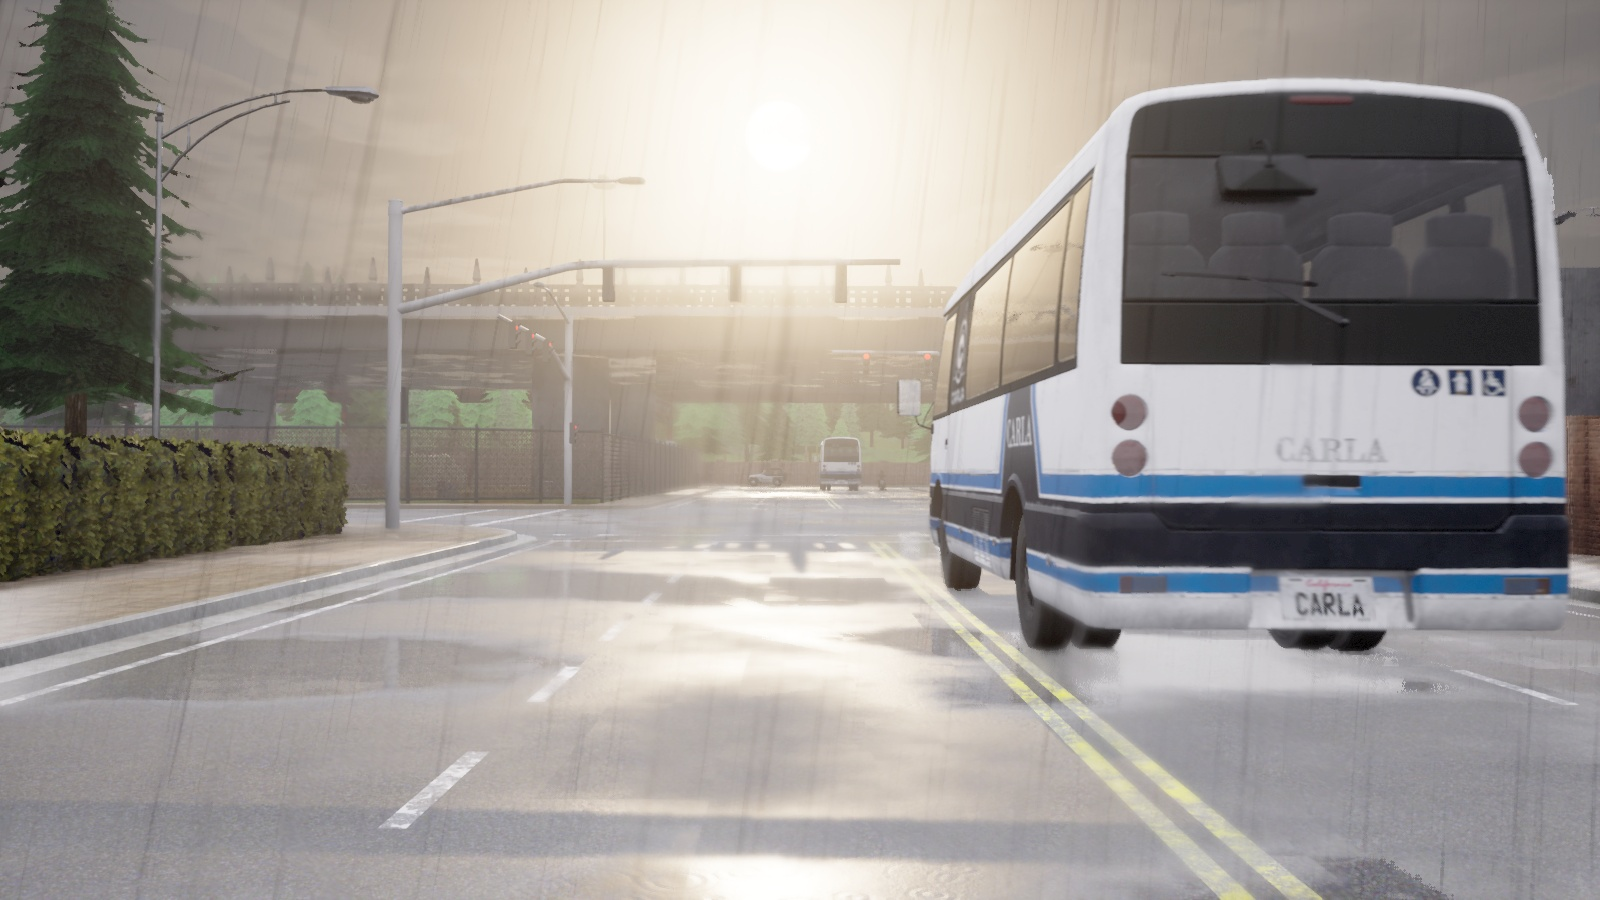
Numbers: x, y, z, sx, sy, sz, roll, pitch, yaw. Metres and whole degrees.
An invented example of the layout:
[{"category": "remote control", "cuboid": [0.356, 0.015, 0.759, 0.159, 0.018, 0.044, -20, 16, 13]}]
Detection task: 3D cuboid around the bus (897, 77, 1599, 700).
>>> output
[{"category": "bus", "cuboid": [3.461, -0.346, 13.724, 3.944, 4.253, 10.273, 0, -1, 0]}]
